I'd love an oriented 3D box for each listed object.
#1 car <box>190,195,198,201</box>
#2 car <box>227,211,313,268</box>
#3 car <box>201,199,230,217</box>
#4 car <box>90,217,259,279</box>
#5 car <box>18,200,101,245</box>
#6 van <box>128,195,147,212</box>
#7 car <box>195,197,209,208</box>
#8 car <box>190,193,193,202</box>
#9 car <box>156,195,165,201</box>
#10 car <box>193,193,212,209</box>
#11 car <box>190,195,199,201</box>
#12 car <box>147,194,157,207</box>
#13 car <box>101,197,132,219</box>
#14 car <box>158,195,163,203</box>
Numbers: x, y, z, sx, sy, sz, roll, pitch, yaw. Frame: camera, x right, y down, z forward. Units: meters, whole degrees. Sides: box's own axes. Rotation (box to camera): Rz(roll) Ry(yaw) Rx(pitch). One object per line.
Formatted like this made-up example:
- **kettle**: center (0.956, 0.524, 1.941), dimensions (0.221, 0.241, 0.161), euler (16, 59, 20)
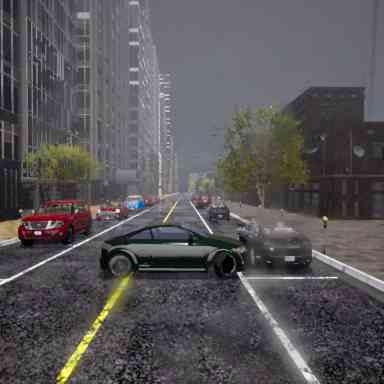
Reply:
- **car**: center (0.487, 1.551, 88.547), dimensions (1.802, 1.307, 4.206), euler (-1, 0, -1)
- **car**: center (2.564, 1.548, 11.092), dimensions (2.008, 1.369, 4.403), euler (-1, 0, -1)
- **car**: center (2.047, 1.543, 26.952), dimensions (2.008, 1.369, 4.403), euler (-1, 0, -1)
- **car**: center (-0.455, 1.557, 9.490), dimensions (4.181, 1.385, 1.994), euler (0, 0, -1)
- **car**: center (-6.170, 1.310, 15.689), dimensions (2.192, 1.841, 5.009), euler (-1, 0, -1)
- **van**: center (-6.642, 1.329, 38.551), dimensions (1.690, 1.788, 3.998), euler (-1, 0, -1)
- **car**: center (1.456, 1.509, 49.988), dimensions (1.752, 1.417, 4.829), euler (-1, 0, -1)
- **car**: center (0.901, 1.290, 71.949), dimensions (2.192, 1.841, 5.009), euler (-1, 0, -1)
- **car**: center (-7.748, 1.497, 82.646), dimensions (1.752, 1.417, 4.829), euler (-1, 0, -1)
- **car**: center (1.596, 1.301, 44.285), dimensions (2.192, 1.841, 5.009), euler (-1, 0, -1)
- **car**: center (0.626, 1.537, 83.014), dimensions (1.947, 1.339, 4.313), euler (-1, 0, -1)
- **car**: center (-6.920, 1.299, 49.617), dimensions (2.192, 1.841, 5.009), euler (-1, 0, -1)
- **car**: center (-6.356, 1.432, 26.757), dimensions (1.967, 1.590, 4.097), euler (-1, 0, -1)
- **car**: center (-7.335, 1.522, 66.217), dimensions (1.887, 1.381, 4.507), euler (-1, 0, -1)
